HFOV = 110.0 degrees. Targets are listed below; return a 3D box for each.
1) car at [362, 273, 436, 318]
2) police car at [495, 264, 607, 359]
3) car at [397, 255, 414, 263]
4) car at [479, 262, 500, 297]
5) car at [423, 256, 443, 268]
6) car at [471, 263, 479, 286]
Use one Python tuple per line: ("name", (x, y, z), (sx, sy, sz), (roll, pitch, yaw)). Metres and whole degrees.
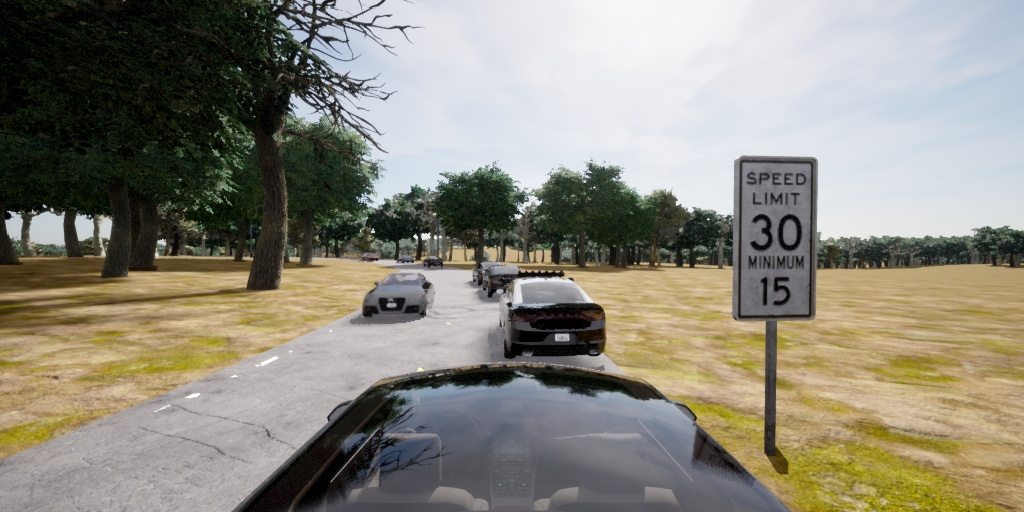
("car", (-3.896, 1.305, 12.945), (1.994, 1.385, 4.181), (0, 0, -7))
("police car", (0.675, 1.167, 8.627), (1.930, 1.638, 5.238), (0, 0, -4))
("car", (-18.437, 0.514, 61.886), (1.994, 1.385, 4.181), (-1, 1, -35))
("car", (-0.473, 1.174, 18.666), (1.882, 1.535, 5.008), (0, 1, -9))
("car", (-10.589, 0.703, 47.799), (1.882, 1.535, 5.008), (0, 1, -25))
("car", (-1.615, 1.143, 24.689), (1.837, 1.490, 4.892), (0, 1, -12))
